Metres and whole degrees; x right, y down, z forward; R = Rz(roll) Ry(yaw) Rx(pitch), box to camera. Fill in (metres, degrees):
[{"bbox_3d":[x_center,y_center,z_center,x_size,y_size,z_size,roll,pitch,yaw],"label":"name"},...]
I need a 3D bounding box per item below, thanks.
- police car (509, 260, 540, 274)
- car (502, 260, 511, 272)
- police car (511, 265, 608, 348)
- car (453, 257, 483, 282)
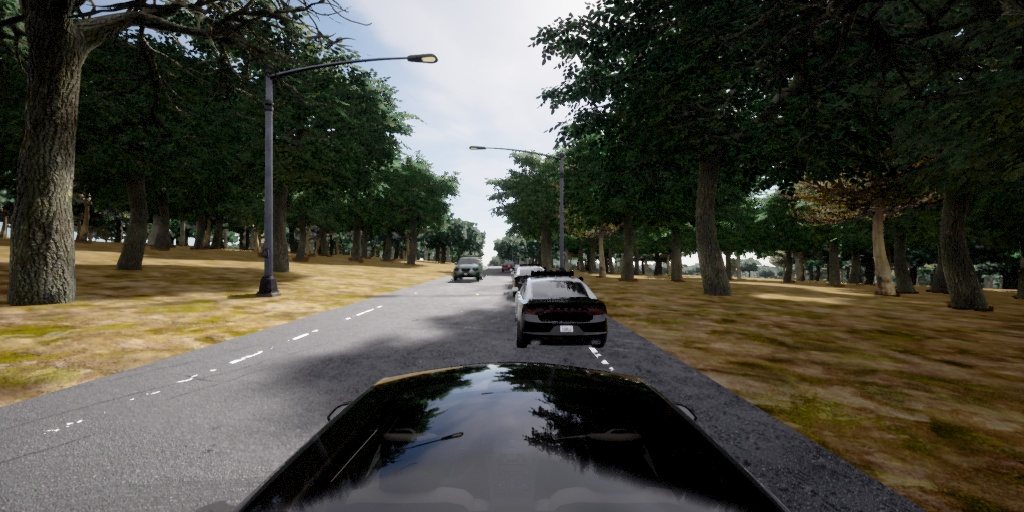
[{"bbox_3d":[0.966,1.219,19.440,1.930,1.638,5.238,-1,0,0],"label":"police car"},{"bbox_3d":[-0.421,1.402,51.669,2.097,1.767,4.553,0,-1,-1],"label":"car"},{"bbox_3d":[1.033,1.190,9.426,1.930,1.638,5.238,0,0,0],"label":"police car"},{"bbox_3d":[-3.687,1.103,31.085,2.150,2.045,5.566,0,0,-1],"label":"car"}]
